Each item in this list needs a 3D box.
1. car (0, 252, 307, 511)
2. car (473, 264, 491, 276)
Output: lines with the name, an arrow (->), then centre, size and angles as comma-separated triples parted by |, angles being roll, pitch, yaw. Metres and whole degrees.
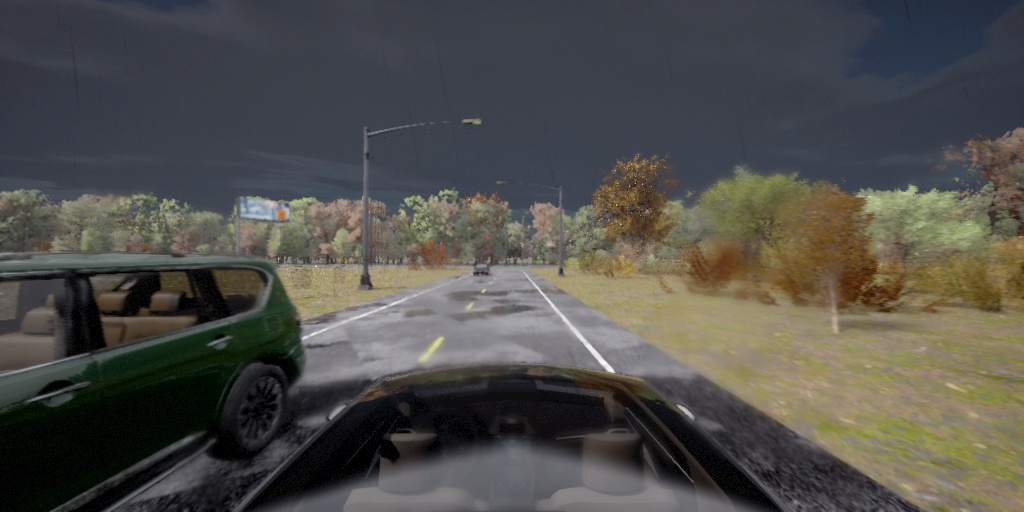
car -> -3.601, 0.976, 2.140 | 2.150, 2.045, 5.566 | 0, -1, 0
car -> -3.578, 1.644, 43.115 | 2.033, 1.411, 5.357 | 0, 0, 0
